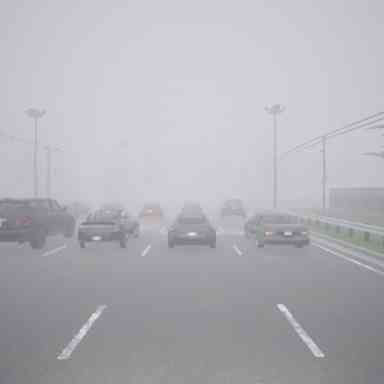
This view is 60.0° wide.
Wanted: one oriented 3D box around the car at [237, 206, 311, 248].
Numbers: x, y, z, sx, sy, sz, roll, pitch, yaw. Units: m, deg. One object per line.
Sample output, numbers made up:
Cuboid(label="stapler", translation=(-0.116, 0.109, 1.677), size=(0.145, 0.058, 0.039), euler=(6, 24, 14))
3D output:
Cuboid(label="car", translation=(3.500, 1.562, 14.650), size=(2.033, 1.411, 5.357), euler=(0, 0, 0))

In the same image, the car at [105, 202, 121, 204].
Cuboid(label="car", translation=(-7.000, 1.571, 29.650), size=(1.994, 1.385, 4.181), euler=(0, 0, 0))

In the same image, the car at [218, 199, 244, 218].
Cuboid(label="car", translation=(3.500, 1.365, 29.620), size=(2.097, 1.767, 4.553), euler=(0, 0, 0))

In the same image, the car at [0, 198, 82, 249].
Cuboid(label="car", translation=(-7.000, 1.257, 14.680), size=(2.150, 2.045, 5.566), euler=(0, 0, 0))

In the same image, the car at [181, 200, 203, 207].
Cuboid(label="car", translation=(0.000, 1.494, 29.650), size=(2.128, 1.511, 4.902), euler=(0, 0, 0))

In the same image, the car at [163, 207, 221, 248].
Cuboid(label="car", translation=(0.000, 1.571, 14.650), size=(1.994, 1.385, 4.181), euler=(0, 0, 0))

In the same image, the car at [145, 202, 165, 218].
Cuboid(label="car", translation=(-3.500, 1.571, 29.650), size=(1.994, 1.385, 4.181), euler=(0, 0, 0))

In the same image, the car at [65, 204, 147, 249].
Cuboid(label="car", translation=(-3.500, 1.494, 14.650), size=(2.128, 1.511, 4.902), euler=(0, 0, 0))

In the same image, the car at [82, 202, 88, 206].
Cuboid(label="car", translation=(-10.500, 1.494, 29.650), size=(2.128, 1.511, 4.902), euler=(0, 0, 0))
